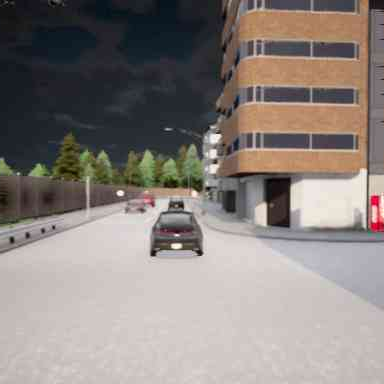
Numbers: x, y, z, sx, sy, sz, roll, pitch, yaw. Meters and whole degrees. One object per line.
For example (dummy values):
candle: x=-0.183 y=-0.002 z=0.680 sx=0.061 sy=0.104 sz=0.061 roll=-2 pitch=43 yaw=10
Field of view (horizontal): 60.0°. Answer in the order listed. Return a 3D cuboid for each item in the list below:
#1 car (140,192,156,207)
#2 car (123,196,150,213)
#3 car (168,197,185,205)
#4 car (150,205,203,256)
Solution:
car: x=-6.355 y=1.091 z=47.199 sx=2.150 sy=2.045 sz=5.566 roll=0 pitch=0 yaw=-3
car: x=-5.805 y=1.420 z=34.762 sx=1.812 sy=1.442 sz=4.674 roll=0 pitch=0 yaw=-2
car: x=-1.871 y=1.398 z=40.028 sx=1.882 sy=1.535 sz=5.008 roll=0 pitch=0 yaw=-3
car: x=-0.603 y=1.479 z=13.071 sx=1.837 sy=1.490 sz=4.892 roll=0 pitch=0 yaw=-3
